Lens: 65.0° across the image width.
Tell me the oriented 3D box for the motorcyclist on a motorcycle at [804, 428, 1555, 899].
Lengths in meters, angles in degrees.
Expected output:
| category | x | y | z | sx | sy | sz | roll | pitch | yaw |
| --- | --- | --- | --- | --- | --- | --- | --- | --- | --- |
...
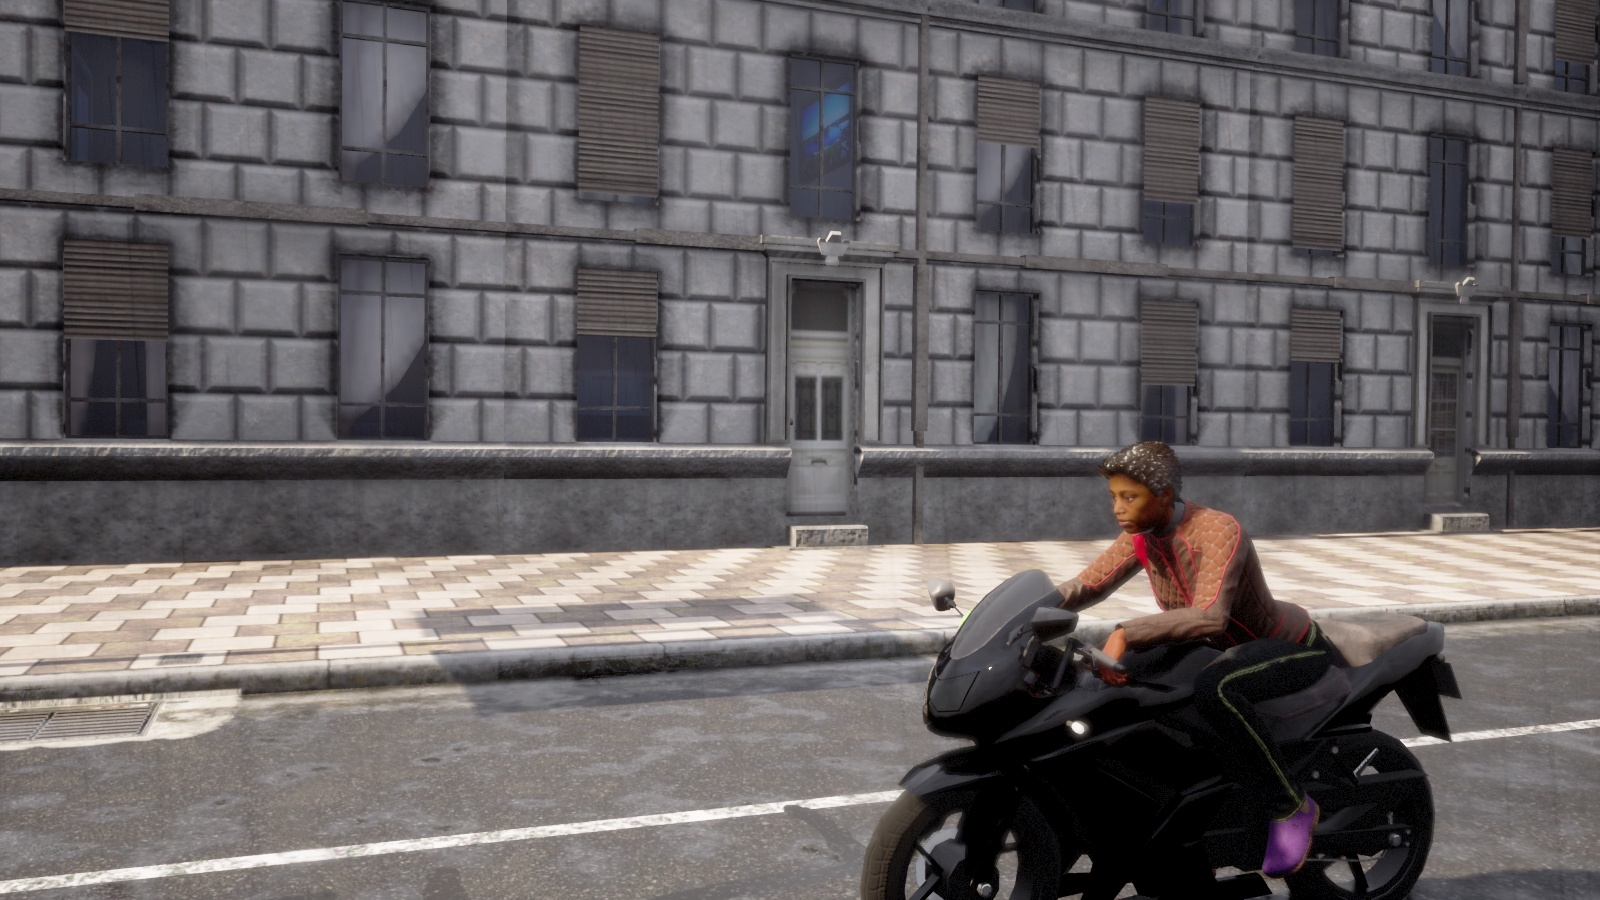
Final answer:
| category | x | y | z | sx | sy | sz | roll | pitch | yaw |
| --- | --- | --- | --- | --- | --- | --- | --- | --- | --- |
| motorcyclist on a motorcycle | 1.116 | 0.708 | 3.691 | 2.044 | 1.523 | 0.797 | -1 | 1 | -21 |
